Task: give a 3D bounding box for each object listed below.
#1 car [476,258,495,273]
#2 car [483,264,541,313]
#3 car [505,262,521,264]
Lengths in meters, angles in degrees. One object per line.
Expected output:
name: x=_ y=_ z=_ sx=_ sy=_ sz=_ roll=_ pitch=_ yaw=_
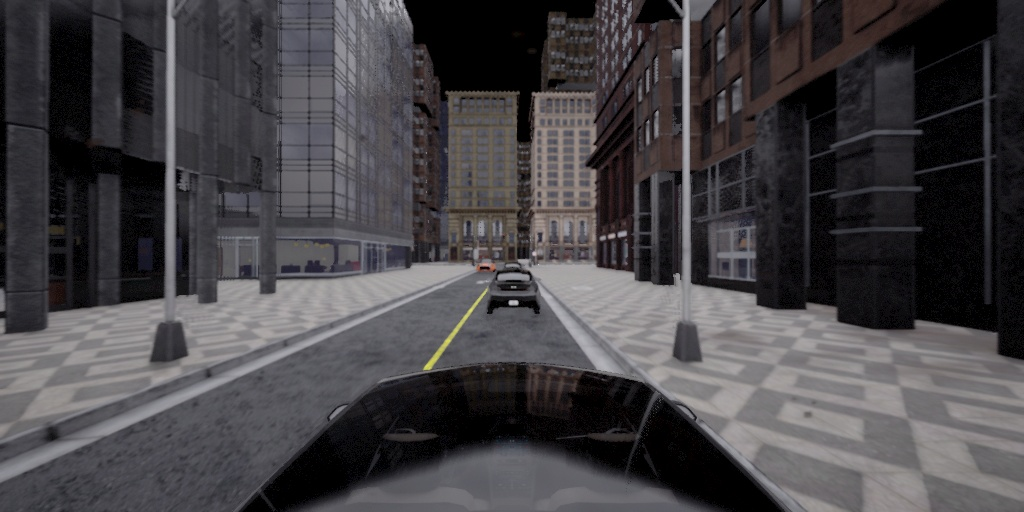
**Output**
car: x=-3.100 y=1.098 z=43.437 sx=2.097 sy=1.767 sz=4.553 roll=0 pitch=0 yaw=0
car: x=0.066 y=1.249 z=13.874 sx=1.837 sy=1.490 sz=4.892 roll=0 pitch=0 yaw=0
car: x=0.065 y=1.249 z=29.234 sx=1.837 sy=1.490 sz=4.892 roll=0 pitch=0 yaw=0
